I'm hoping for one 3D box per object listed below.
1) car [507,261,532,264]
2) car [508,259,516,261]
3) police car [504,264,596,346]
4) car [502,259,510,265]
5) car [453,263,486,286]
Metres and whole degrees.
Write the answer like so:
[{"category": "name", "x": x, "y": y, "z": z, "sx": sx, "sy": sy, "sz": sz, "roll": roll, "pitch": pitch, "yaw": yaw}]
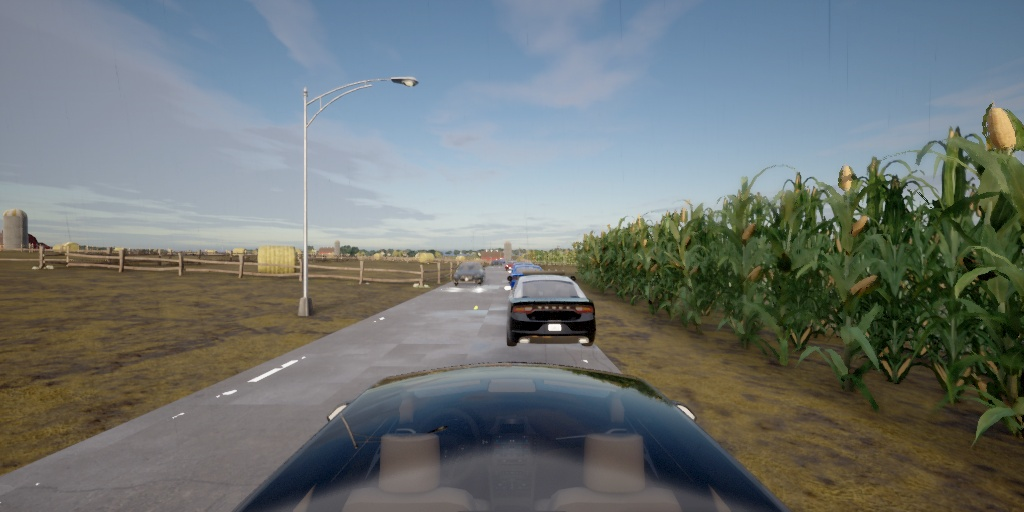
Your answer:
[{"category": "car", "x": 0.822, "y": 1.213, "z": 19.387, "sx": 1.882, "sy": 1.535, "sz": 5.008, "roll": 0, "pitch": 0, "yaw": 0}, {"category": "car", "x": 0.817, "y": 1.201, "z": 25.386, "sx": 1.882, "sy": 1.535, "sz": 5.008, "roll": 0, "pitch": 0, "yaw": 0}, {"category": "police car", "x": 0.823, "y": 1.171, "z": 9.496, "sx": 1.930, "sy": 1.638, "sz": 5.238, "roll": 0, "pitch": 0, "yaw": 0}, {"category": "car", "x": 0.026, "y": 1.295, "z": 47.739, "sx": 1.895, "sy": 1.301, "sz": 4.718, "roll": 0, "pitch": 0, "yaw": 0}, {"category": "car", "x": -2.855, "y": 1.232, "z": 24.901, "sx": 1.837, "sy": 1.490, "sz": 4.892, "roll": 0, "pitch": 0, "yaw": 0}]
